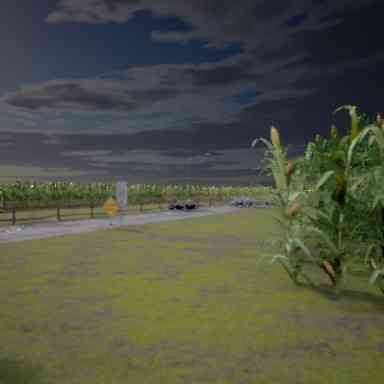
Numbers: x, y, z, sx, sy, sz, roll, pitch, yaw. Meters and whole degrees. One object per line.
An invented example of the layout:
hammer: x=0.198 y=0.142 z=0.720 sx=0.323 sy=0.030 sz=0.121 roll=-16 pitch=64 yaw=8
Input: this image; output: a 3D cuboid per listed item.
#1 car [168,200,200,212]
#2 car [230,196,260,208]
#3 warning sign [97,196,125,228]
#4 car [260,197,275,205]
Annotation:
car: x=-0.899 y=1.622 z=39.219 sx=1.895 sy=1.301 sz=4.718 roll=0 pitch=0 yaw=27
car: x=7.982 y=1.382 z=49.858 sx=2.097 sy=1.767 sz=4.553 roll=0 pitch=0 yaw=30
warning sign: x=-4.964 y=1.184 z=20.383 sx=1.300 sy=1.860 sz=1.060 roll=0 pitch=0 yaw=29
car: x=12.883 y=1.587 z=58.106 sx=1.994 sy=1.385 sz=4.181 roll=0 pitch=0 yaw=34
